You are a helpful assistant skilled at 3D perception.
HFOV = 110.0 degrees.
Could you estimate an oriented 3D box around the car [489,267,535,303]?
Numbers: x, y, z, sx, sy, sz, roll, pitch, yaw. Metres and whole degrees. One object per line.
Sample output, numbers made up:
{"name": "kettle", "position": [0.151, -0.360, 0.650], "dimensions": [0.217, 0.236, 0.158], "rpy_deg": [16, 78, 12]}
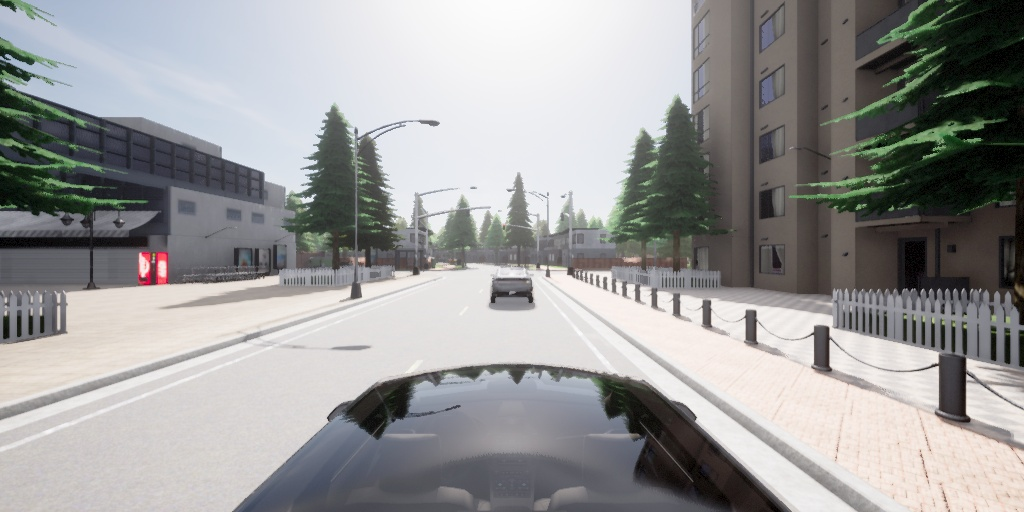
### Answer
{"name": "car", "position": [0.000, 1.244, 16.500], "dimensions": [2.128, 1.511, 4.902], "rpy_deg": [0, 0, 0]}
